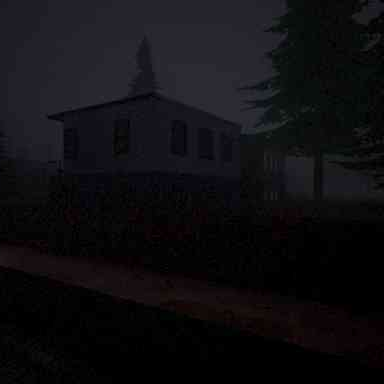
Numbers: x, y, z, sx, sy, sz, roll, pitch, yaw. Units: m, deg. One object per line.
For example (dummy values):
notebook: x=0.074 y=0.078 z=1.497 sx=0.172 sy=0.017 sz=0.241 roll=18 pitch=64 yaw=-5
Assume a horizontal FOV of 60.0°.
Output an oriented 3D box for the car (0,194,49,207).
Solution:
car: x=-14.753 y=1.202 z=29.594 sx=2.150 sy=2.045 sz=5.566 roll=0 pitch=0 yaw=27
